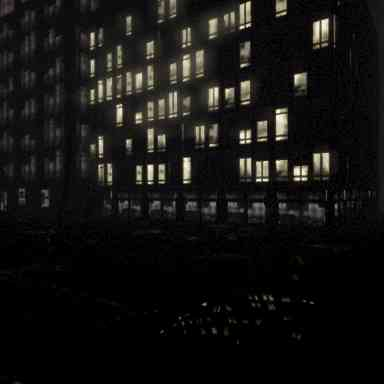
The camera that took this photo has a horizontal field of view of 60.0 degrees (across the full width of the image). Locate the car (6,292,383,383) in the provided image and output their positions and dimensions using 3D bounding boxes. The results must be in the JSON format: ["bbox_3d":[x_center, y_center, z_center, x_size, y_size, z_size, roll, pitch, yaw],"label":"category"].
[{"bbox_3d":[0.244,1.564,2.705,4.313,1.339,1.947,0,0,35],"label":"car"}]
